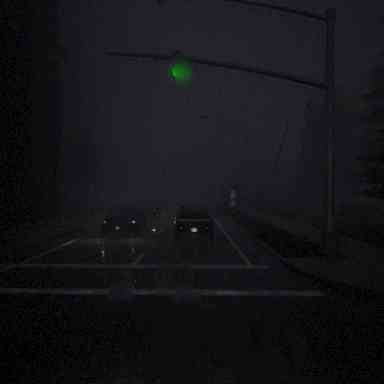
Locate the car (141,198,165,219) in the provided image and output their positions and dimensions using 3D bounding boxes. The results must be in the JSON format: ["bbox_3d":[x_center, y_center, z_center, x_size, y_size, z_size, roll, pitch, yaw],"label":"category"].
[{"bbox_3d":[-3.592,1.339,27.540,1.882,1.535,5.008,0,0,0],"label":"car"}]

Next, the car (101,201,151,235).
[{"bbox_3d":[-3.589,1.435,18.251,1.812,1.442,4.674,0,0,-1],"label":"car"}]

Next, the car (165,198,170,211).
[{"bbox_3d":[-3.539,1.373,37.512,1.994,1.385,4.181,0,0,1],"label":"car"}]

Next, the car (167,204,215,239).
[{"bbox_3d":[0.097,1.410,16.712,2.128,1.511,4.902,0,0,0],"label":"car"}]
